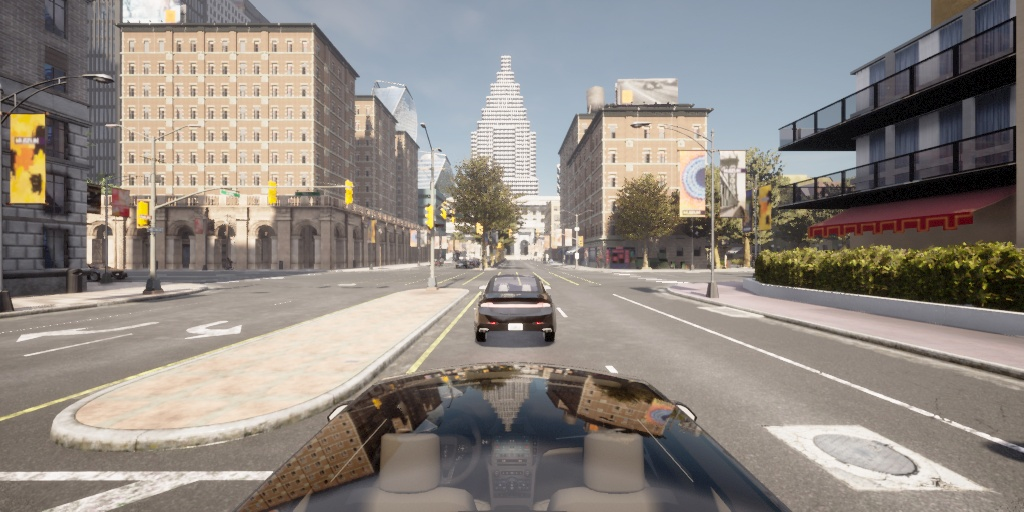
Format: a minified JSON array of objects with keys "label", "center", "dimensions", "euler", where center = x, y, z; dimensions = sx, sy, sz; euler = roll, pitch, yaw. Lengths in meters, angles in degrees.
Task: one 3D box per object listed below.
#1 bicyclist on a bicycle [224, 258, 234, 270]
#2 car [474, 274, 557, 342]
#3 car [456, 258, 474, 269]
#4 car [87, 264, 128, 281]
[{"label":"bicyclist on a bicycle","center":[-37.237,1.050,47.188],"dimensions":[0.582,1.620,1.656],"euler":[0,0,0]},{"label":"car","center":[0.082,1.242,9.778],"dimensions":[2.128,1.511,4.902],"euler":[0,0,0]},{"label":"car","center":[-8.002,1.241,58.527],"dimensions":[2.128,1.511,4.902],"euler":[0,0,0]},{"label":"car","center":[-34.159,1.314,29.234],"dimensions":[4.181,1.385,1.994],"euler":[0,0,0]}]
